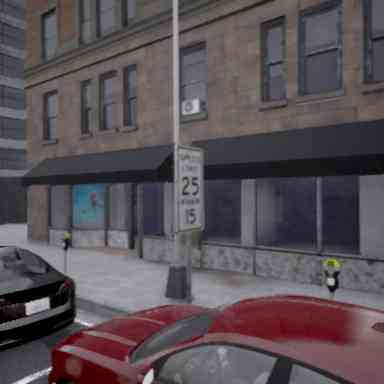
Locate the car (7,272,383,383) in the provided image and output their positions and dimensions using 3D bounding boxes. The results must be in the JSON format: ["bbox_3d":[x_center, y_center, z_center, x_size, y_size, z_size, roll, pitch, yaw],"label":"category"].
[{"bbox_3d":[0.663,1.554,2.606,4.507,1.381,1.887,-1,0,36],"label":"car"}]

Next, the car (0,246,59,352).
[{"bbox_3d":[-3.815,1.631,5.801,4.313,1.339,1.947,-1,0,36],"label":"car"}]
